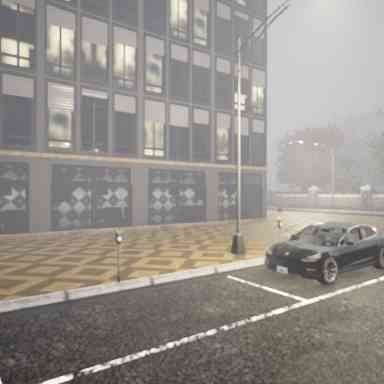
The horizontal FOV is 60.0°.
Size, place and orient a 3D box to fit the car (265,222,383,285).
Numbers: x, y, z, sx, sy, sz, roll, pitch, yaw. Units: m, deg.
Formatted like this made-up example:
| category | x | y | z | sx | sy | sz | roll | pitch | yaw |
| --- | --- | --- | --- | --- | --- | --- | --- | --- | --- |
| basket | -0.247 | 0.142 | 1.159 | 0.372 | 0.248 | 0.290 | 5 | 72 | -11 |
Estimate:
| category | x | y | z | sx | sy | sz | roll | pitch | yaw |
| --- | --- | --- | --- | --- | --- | --- | --- | --- | --- |
| car | 4.009 | 1.555 | 9.502 | 4.313 | 1.339 | 1.947 | 0 | 0 | -35 |
